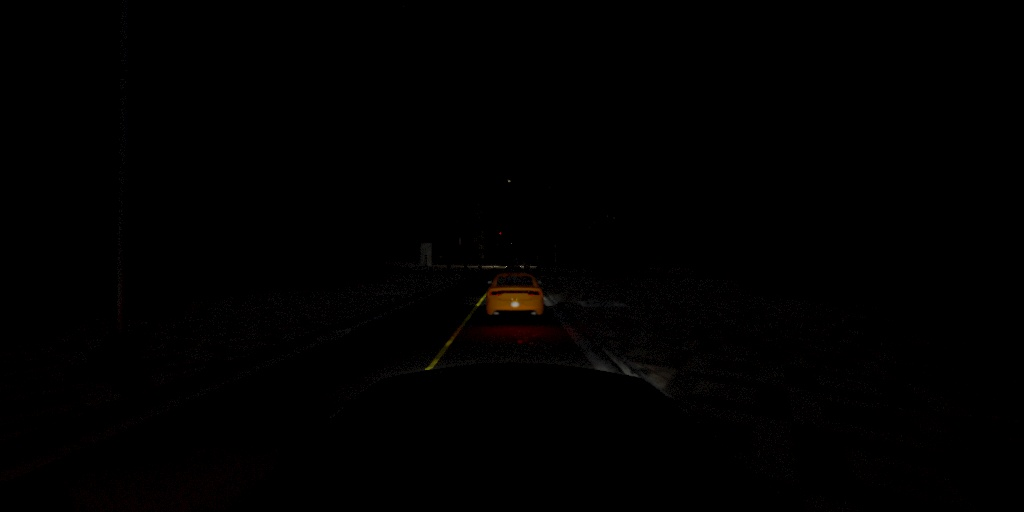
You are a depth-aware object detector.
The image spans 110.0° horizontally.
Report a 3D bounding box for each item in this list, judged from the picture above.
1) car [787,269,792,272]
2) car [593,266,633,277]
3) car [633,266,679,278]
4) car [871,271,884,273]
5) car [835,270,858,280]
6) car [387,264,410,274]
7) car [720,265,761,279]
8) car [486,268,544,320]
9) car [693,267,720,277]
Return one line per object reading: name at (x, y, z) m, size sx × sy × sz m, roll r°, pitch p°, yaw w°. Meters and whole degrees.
car at (34.696, 2.333, 44.127) m, size 4.507 × 1.381 × 1.888 m, roll 0°, pitch 0°, yaw 0°
car at (12.123, 1.994, 44.132) m, size 4.313 × 1.339 × 1.948 m, roll 0°, pitch 0°, yaw 0°
car at (17.936, 2.041, 44.131) m, size 4.829 × 1.417 × 1.751 m, roll 0°, pitch 0°, yaw 0°
car at (45.984, 2.523, 44.124) m, size 4.507 × 1.381 × 1.888 m, roll 0°, pitch 0°, yaw 0°
car at (40.347, 2.465, 44.125) m, size 4.207 × 1.307 × 1.802 m, roll 0°, pitch 0°, yaw 0°
car at (-14.784, 1.587, 44.042) m, size 4.403 × 1.370 × 2.007 m, roll 0°, pitch 0°, yaw 0°
car at (29.053, 2.010, 44.128) m, size 5.009 × 1.841 × 2.192 m, roll 0°, pitch 0°, yaw 0°
car at (0.098, 1.356, 13.386) m, size 1.882 × 1.535 × 5.008 m, roll 0°, pitch -1°, yaw 0°
car at (29.061, 2.330, 52.653) m, size 4.507 × 1.381 × 1.888 m, roll 0°, pitch 0°, yaw 0°
